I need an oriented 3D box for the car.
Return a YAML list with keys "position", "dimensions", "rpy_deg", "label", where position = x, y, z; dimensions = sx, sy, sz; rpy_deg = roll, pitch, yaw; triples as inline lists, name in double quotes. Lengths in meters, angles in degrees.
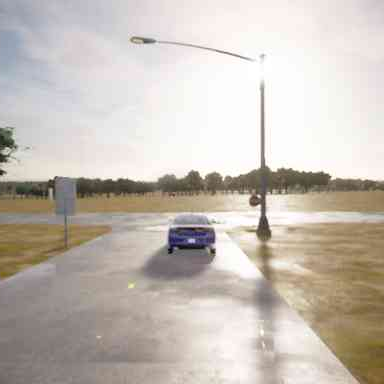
- position: [0.002, 1.620, 14.482]
  dimensions: [1.882, 1.535, 5.008]
  rpy_deg: [0, 0, 0]
  label: "car"
